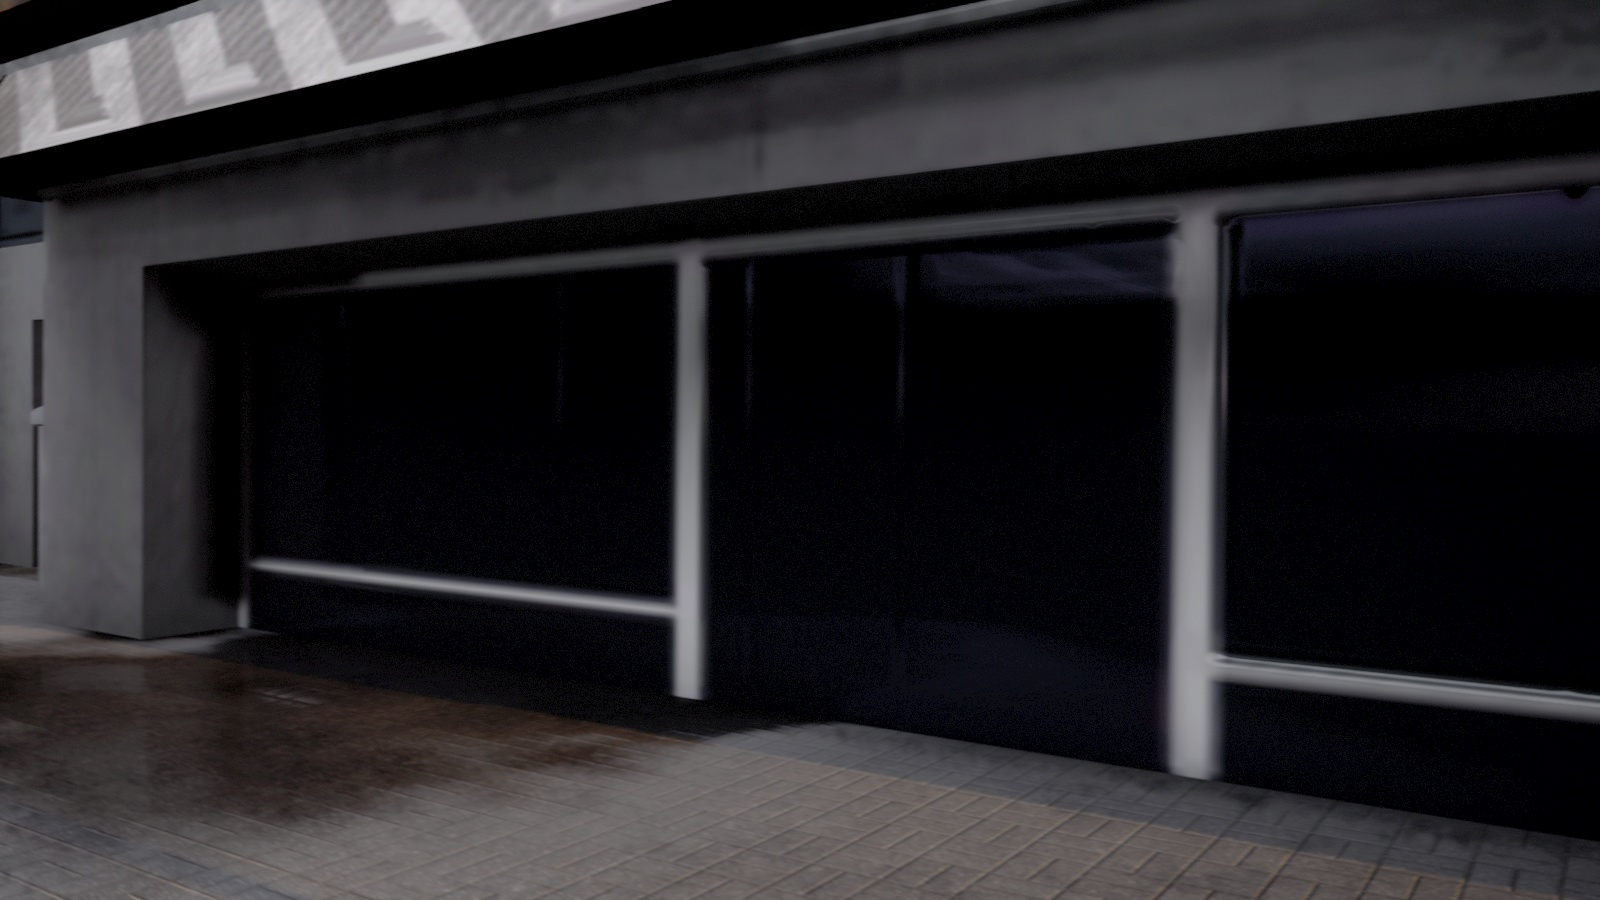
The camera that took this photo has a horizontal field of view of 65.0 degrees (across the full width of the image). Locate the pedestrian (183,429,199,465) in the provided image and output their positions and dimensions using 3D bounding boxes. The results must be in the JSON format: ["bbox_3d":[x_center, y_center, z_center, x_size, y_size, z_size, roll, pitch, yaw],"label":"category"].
[{"bbox_3d":[-31.685,-0.167,65.335,0.345,1.836,0.594,0,1,34],"label":"pedestrian"}]
